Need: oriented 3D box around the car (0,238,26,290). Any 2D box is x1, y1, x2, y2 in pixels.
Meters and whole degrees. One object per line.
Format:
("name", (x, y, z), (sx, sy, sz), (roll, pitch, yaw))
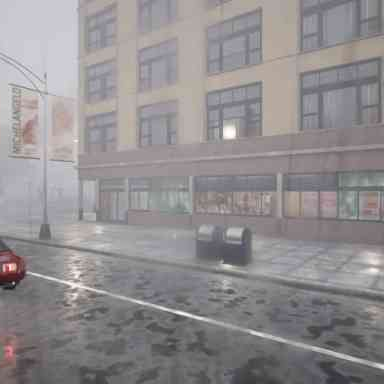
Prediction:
("car", (-5.720, 1.601, 8.156), (1.895, 1.301, 4.718), (0, 0, -42))
